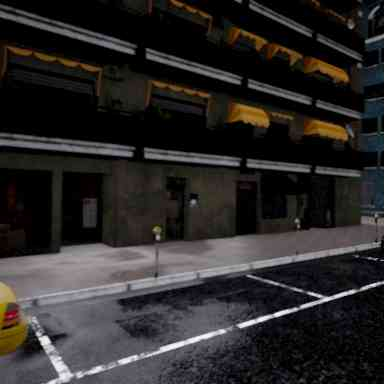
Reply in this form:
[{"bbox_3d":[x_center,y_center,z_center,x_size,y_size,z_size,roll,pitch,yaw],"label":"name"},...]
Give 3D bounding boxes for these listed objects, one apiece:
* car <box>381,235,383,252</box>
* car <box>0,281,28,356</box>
[{"bbox_3d":[9.222,1.730,13.121,4.313,1.339,1.947,1,0,-35],"label":"car"},{"bbox_3d":[-4.408,1.507,3.406,4.829,1.417,1.752,1,0,-35],"label":"car"}]
